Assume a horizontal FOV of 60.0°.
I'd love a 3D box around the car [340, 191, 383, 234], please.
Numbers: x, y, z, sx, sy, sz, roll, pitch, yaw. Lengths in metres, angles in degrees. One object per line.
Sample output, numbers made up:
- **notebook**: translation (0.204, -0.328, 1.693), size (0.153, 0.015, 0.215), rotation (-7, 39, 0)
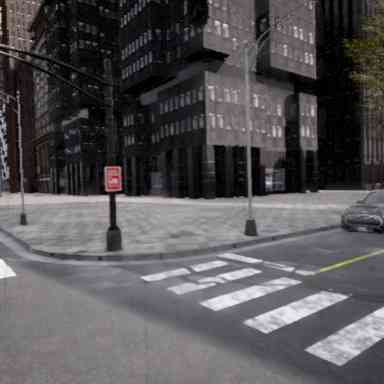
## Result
- **car**: translation (8.193, 0.728, 13.910), size (4.553, 1.767, 2.097), rotation (-3, 2, -37)
